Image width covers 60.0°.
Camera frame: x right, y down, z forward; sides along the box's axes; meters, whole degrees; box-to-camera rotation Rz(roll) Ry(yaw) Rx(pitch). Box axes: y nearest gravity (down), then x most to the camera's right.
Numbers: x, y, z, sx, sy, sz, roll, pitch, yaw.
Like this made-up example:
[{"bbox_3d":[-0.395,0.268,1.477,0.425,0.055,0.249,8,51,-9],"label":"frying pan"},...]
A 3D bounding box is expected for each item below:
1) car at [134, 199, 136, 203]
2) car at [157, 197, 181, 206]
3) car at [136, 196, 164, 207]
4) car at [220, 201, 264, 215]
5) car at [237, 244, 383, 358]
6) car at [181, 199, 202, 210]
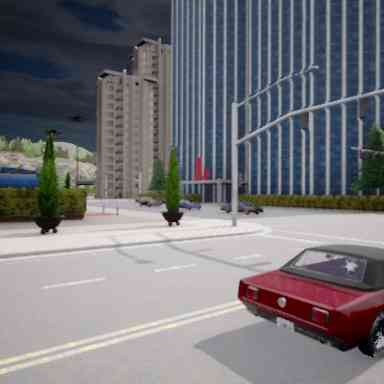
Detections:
[{"bbox_3d":[-10.492,1.705,70.487,2.128,1.511,4.902,0,0,-36],"label":"car"},{"bbox_3d":[-4.318,1.685,62.098,2.128,1.511,4.902,0,0,-36],"label":"car"},{"bbox_3d":[-6.587,1.504,53.012,2.097,1.767,4.553,0,0,-36],"label":"car"},{"bbox_3d":[5.370,1.699,36.534,2.033,1.411,5.357,0,0,-36],"label":"car"},{"bbox_3d":[3.158,1.636,6.057,4.718,1.301,1.895,0,0,-35],"label":"car"},{"bbox_3d":[-0.647,1.677,44.830,1.812,1.442,4.674,0,0,-37],"label":"car"}]
